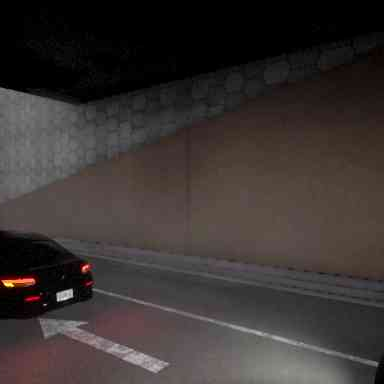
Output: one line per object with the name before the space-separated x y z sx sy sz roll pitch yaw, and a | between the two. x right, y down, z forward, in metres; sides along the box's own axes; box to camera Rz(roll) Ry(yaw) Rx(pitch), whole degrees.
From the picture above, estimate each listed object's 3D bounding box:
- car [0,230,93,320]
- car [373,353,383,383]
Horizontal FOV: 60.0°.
car | -3.955 1.526 6.793 4.674 1.442 1.812 0 0 36
car | 3.487 1.505 1.427 4.892 1.490 1.837 0 0 36
